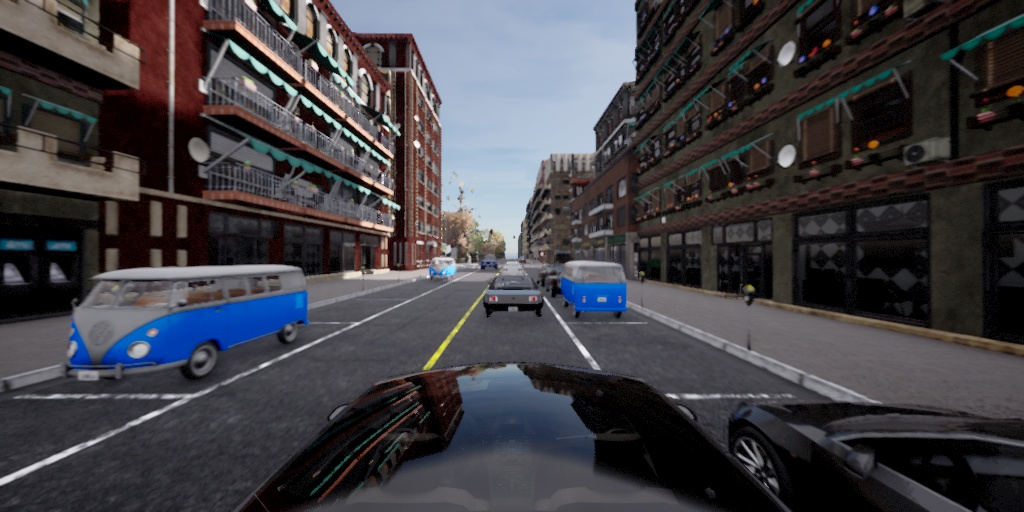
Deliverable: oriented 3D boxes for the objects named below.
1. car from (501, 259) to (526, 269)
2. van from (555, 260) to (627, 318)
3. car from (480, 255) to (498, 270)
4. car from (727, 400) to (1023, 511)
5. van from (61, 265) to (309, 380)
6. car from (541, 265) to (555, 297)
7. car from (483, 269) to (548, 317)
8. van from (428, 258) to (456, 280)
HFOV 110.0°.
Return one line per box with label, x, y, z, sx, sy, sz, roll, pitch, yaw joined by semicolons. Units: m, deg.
car;0.070;1.211;30.577;1.812;1.442;4.674;0;0;0
van;2.690;1.064;12.578;1.690;1.789;3.998;0;0;0
car;-3.075;0.879;49.081;2.150;2.045;5.566;0;0;0
car;2.692;1.317;1.253;1.948;1.339;4.313;0;0;0
van;-5.690;1.078;6.914;1.690;1.789;3.998;0;0;0
car;2.688;1.277;18.239;1.948;1.339;4.313;0;0;0
car;0.059;1.323;13.074;1.895;1.301;4.718;0;0;0
van;-5.695;1.028;29.561;1.690;1.789;3.998;0;0;0
